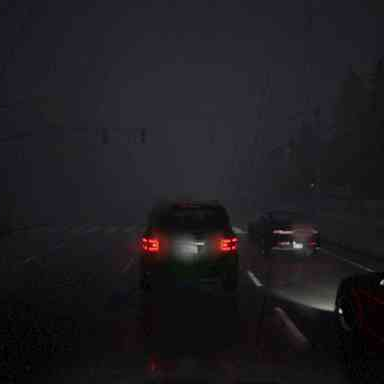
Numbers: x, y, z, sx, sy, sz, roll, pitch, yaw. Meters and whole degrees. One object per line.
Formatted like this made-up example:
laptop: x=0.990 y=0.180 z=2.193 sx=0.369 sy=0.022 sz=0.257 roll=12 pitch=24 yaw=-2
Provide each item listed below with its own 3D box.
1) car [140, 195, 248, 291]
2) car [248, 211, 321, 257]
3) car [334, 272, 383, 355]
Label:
car: x=-0.093 y=1.220 z=9.156 sx=2.150 sy=2.045 sz=5.566 roll=0 pitch=0 yaw=-1
car: x=3.342 y=1.489 z=12.911 sx=2.128 sy=1.511 sz=4.902 roll=0 pitch=0 yaw=0
car: x=3.428 y=1.563 z=4.003 sx=1.994 sy=1.385 sz=4.181 roll=0 pitch=0 yaw=-1
